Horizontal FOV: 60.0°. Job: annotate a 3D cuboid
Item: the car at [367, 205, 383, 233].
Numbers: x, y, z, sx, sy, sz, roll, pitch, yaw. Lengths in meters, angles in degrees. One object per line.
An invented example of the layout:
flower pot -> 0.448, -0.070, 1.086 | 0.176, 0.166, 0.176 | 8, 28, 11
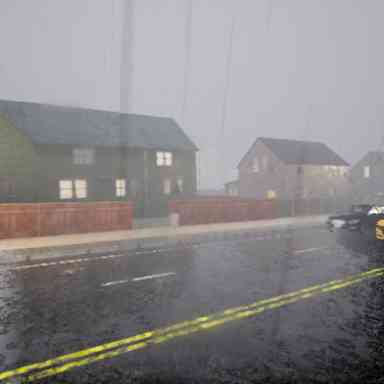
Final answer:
car -> 10.179, 1.439, 14.865 | 5.008, 1.535, 1.882 | 0, 0, -35

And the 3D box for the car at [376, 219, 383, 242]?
car -> 6.870, 1.454, 8.332 | 5.008, 1.535, 1.882 | 0, 0, -35

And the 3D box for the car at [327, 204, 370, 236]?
car -> 9.400, 1.450, 18.292 | 4.902, 1.511, 2.128 | 0, 0, -35
